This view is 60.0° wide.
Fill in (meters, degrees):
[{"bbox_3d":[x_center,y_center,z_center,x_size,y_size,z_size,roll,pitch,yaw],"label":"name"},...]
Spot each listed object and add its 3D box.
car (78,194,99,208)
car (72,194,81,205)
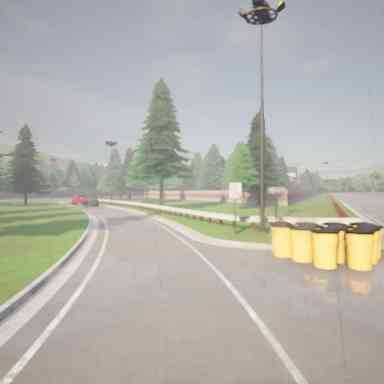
[{"bbox_3d":[-15.486,1.557,50.948,2.128,1.511,4.902,0,0,-28],"label":"car"},{"bbox_3d":[-20.303,1.309,60.151,2.150,2.045,5.566,0,0,-28],"label":"car"}]
